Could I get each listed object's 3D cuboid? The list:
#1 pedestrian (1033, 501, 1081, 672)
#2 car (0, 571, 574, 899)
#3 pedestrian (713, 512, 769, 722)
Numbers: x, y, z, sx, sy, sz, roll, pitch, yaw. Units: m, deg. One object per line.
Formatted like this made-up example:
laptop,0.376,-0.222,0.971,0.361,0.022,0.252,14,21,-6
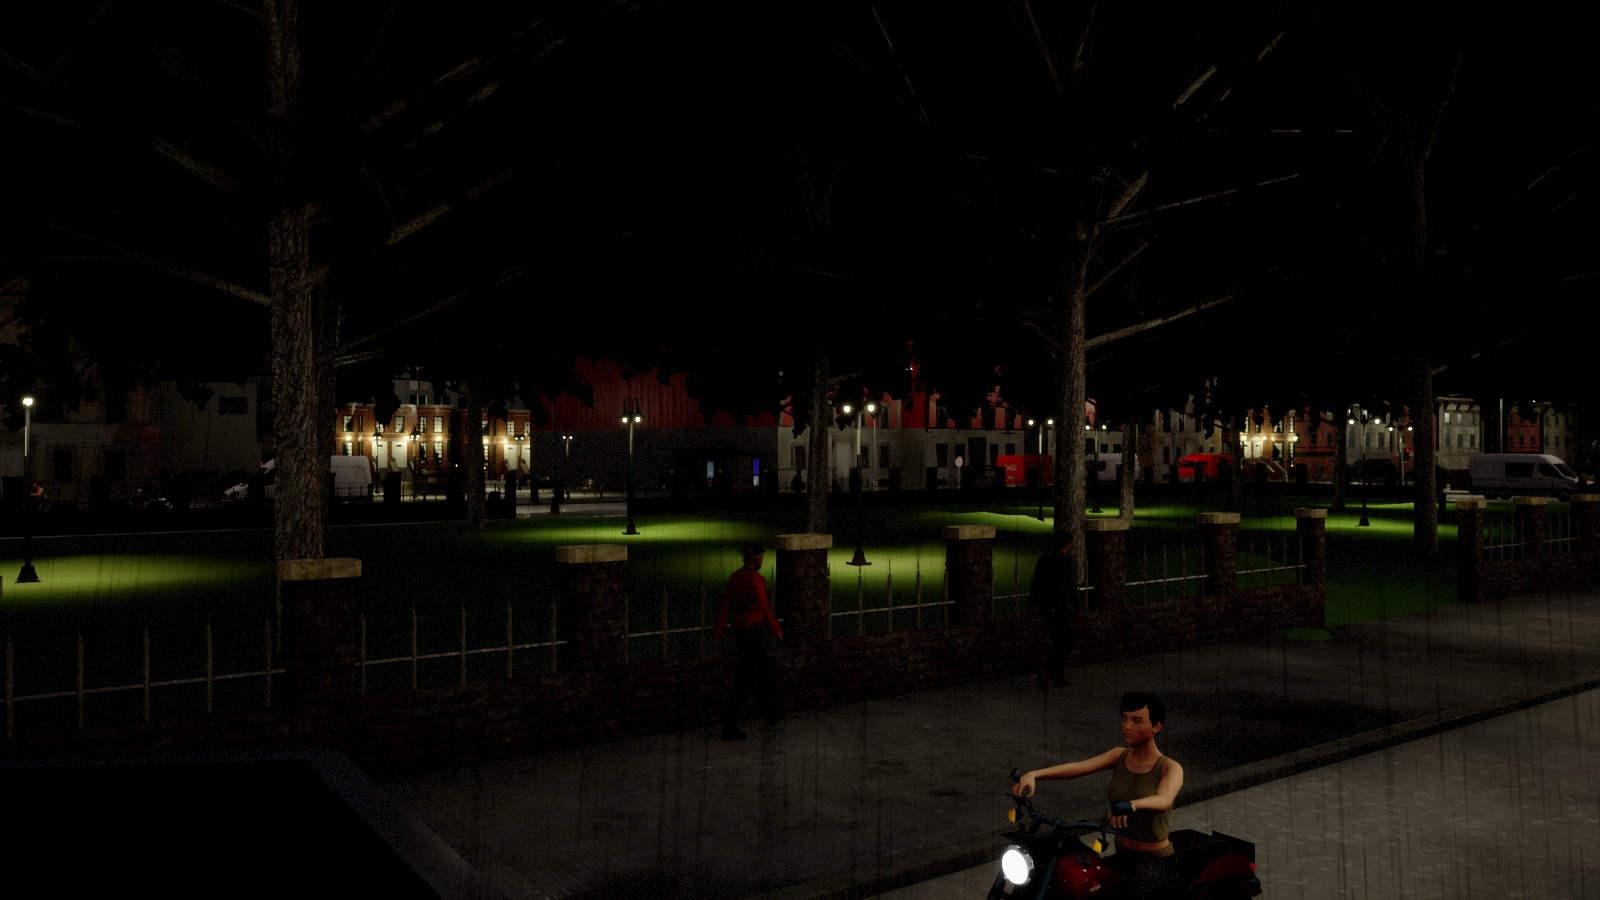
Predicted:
pedestrian,2.887,1.520,12.845,0.375,1.860,0.375,0,0,-33
car,-3.767,1.534,1.768,6.274,2.098,2.390,0,0,-35
pedestrian,-0.543,1.522,10.560,0.375,1.860,0.375,0,0,-35
